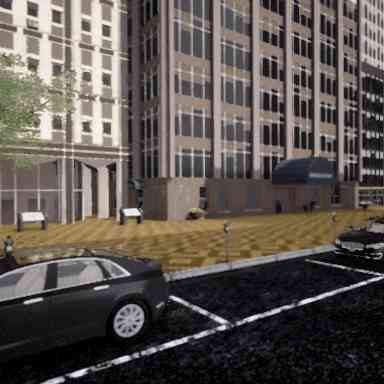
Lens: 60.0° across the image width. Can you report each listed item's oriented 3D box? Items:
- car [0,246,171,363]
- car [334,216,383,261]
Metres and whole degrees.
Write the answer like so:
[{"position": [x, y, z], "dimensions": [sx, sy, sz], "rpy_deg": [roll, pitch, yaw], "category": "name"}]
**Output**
[{"position": [-2.407, 1.547, 4.846], "dimensions": [4.403, 1.369, 2.008], "rpy_deg": [0, 0, -36], "category": "car"}, {"position": [6.585, 1.497, 11.260], "dimensions": [4.403, 1.369, 2.008], "rpy_deg": [0, 0, -35], "category": "car"}]
